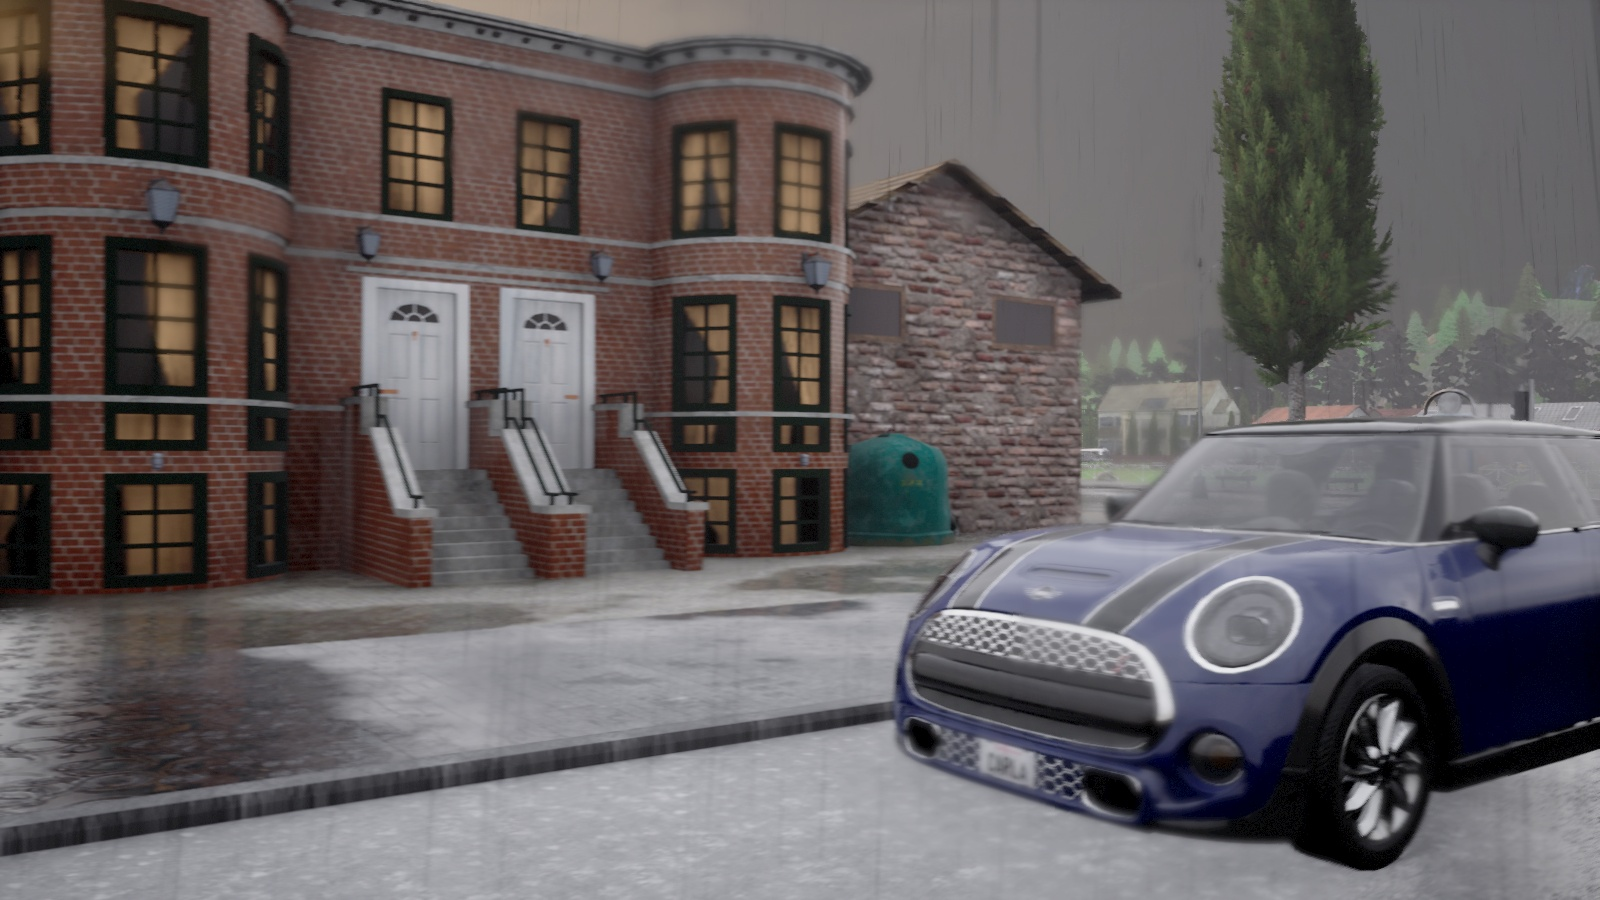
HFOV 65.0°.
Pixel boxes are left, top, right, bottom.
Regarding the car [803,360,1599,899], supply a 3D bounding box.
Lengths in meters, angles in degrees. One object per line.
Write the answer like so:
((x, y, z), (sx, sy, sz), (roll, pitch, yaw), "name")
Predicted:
((2.482, 0.613, 5.994), (4.553, 1.767, 2.097), (0, 0, -35), "car")
